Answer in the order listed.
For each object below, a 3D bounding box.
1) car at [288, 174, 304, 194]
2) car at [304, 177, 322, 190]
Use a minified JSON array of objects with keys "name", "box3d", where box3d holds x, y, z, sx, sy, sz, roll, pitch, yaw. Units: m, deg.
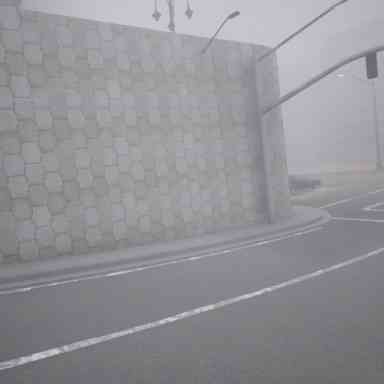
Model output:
[{"name":"car","box3d":[6.685,-0.442,28.514,1.837,1.490,4.892,-10,6,-35]},{"name":"car","box3d":[9.252,-0.914,30.894,2.033,1.411,5.357,-10,6,-35]}]
